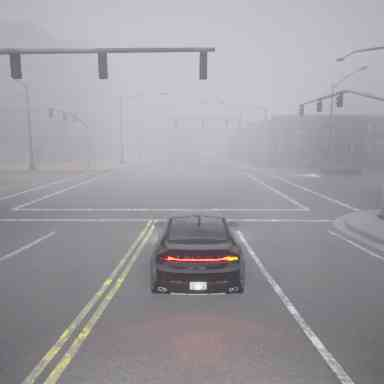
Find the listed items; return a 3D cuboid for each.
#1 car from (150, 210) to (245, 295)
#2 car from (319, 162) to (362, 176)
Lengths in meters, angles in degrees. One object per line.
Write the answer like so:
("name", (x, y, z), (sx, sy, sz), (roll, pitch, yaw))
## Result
("car", (0.113, 1.197, 8.109), (1.837, 1.490, 4.892), (0, 4, 0))
("car", (15.869, -2.459, 35.627), (4.181, 1.385, 1.994), (0, 8, 0))
